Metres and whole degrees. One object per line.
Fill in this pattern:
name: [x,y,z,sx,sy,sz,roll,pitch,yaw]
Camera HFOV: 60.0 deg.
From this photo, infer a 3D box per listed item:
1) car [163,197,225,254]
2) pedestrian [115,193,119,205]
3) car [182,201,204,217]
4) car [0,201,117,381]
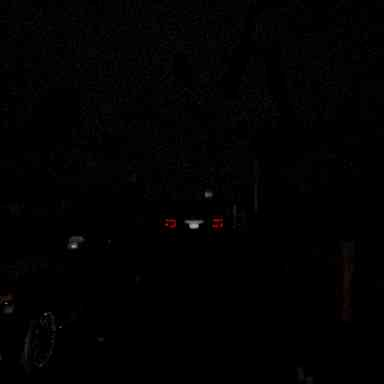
car: [0.091,1.212,13.595,2.150,2.045,5.566,0,0,1]
pedestrian: [-12.170,1.106,53.913,0.375,1.860,0.375,0,-1,0]
car: [0.098,1.583,31.720,1.895,1.301,4.718,0,0,0]
car: [-2.851,1.218,5.816,2.150,2.045,5.566,0,0,0]
